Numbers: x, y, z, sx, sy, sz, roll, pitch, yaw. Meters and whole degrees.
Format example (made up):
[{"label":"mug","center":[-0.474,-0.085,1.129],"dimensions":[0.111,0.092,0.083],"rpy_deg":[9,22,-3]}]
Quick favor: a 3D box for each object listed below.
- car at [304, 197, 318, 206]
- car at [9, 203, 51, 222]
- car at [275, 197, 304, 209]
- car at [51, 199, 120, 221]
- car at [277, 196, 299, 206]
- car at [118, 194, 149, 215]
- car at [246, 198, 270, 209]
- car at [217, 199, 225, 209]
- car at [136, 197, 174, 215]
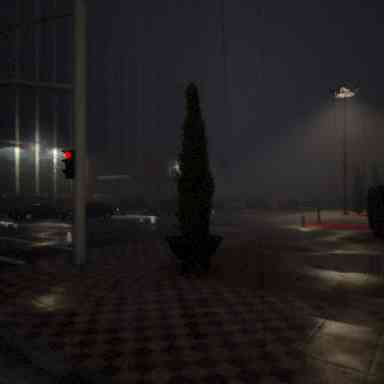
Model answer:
[{"label":"car","center":[19.293,1.535,54.554],"dimensions":[2.128,1.511,4.902],"rpy_deg":[0,0,35]},{"label":"car","center":[-12.701,1.637,27.409],"dimensions":[1.994,1.385,4.181],"rpy_deg":[0,0,35]},{"label":"car","center":[13.210,1.591,45.845],"dimensions":[2.033,1.411,5.357],"rpy_deg":[0,0,35]},{"label":"car","center":[-8.568,1.569,27.215],"dimensions":[1.837,1.490,4.892],"rpy_deg":[0,0,35]},{"label":"car","center":[16.357,1.545,56.462],"dimensions":[2.128,1.511,4.902],"rpy_deg":[0,0,35]},{"label":"car","center":[-6.768,1.295,35.916],"dimensions":[2.150,2.045,5.566],"rpy_deg":[0,0,35]},{"label":"car","center":[9.262,1.545,46.295],"dimensions":[2.128,1.511,4.902],"rpy_deg":[0,0,35]},{"label":"car","center":[2.683,1.589,43.298],"dimensions":[1.812,1.442,4.674],"rpy_deg":[0,0,35]},{"label":"car","center":[-3.225,1.568,34.867],"dimensions":[1.837,1.490,4.892],"rpy_deg":[0,0,35]}]
